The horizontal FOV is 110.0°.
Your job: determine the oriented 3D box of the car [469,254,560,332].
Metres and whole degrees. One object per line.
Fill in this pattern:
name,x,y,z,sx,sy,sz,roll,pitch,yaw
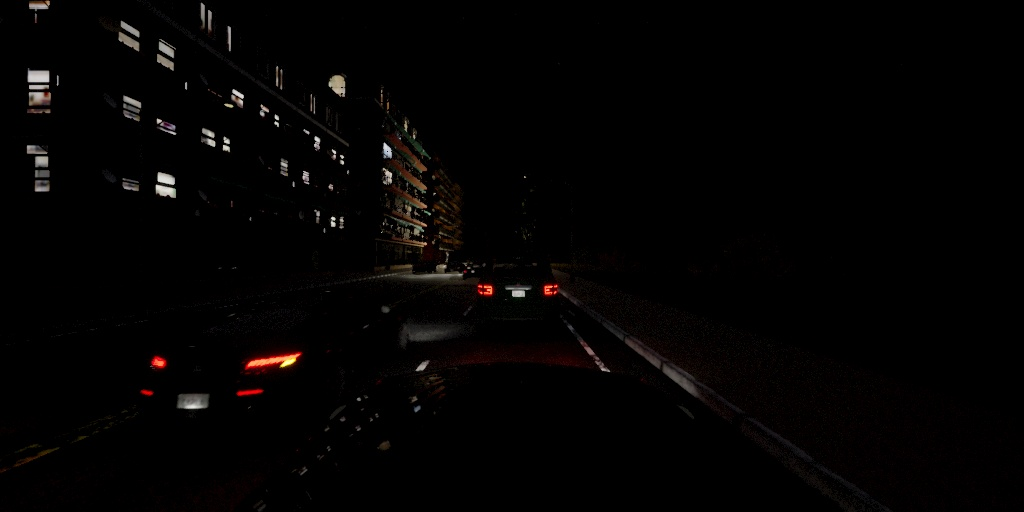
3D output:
car,0.115,0.973,11.040,2.150,2.045,5.566,0,0,-1

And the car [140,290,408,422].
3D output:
car,-3.146,1.277,5.843,1.812,1.442,4.674,0,0,0

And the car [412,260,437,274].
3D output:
car,-9.807,1.232,40.409,1.882,1.535,5.008,0,0,0

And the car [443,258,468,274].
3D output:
car,-6.541,1.280,41.190,1.812,1.442,4.674,0,0,0

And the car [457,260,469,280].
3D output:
car,-3.115,1.301,31.185,2.033,1.411,5.357,0,0,0
